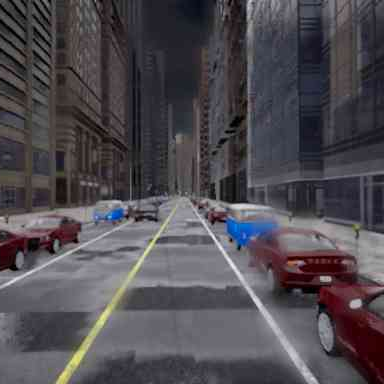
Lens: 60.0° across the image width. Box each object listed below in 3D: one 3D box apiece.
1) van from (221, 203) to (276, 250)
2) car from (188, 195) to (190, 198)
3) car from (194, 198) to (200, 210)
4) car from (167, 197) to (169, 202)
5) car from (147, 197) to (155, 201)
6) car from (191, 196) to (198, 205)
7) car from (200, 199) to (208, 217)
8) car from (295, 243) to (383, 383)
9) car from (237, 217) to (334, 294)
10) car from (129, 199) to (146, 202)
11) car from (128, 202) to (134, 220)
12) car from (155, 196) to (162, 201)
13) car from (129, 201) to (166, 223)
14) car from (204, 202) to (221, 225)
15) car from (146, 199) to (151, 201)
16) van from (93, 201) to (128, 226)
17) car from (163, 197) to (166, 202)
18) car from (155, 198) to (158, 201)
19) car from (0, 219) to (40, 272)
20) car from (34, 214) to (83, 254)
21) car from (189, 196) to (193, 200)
[{"bbox_3d":[2.460,1.437,14.413,1.690,1.788,3.998,0,0,-1],"label":"van"},{"bbox_3d":[0.657,2.011,92.820,2.192,1.841,5.009,0,0,-1],"label":"car"},{"bbox_3d":[1.688,1.891,48.015,1.887,1.381,4.507,0,0,-1],"label":"car"},{"bbox_3d":[-7.732,2.211,86.838,1.752,1.417,4.829,0,0,-1],"label":"car"},{"bbox_3d":[-6.835,1.824,47.808,1.967,1.590,4.097,0,0,-1],"label":"car"},{"bbox_3d":[1.301,2.039,64.817,1.947,1.339,4.313,0,0,-1],"label":"car"},{"bbox_3d":[2.074,1.661,31.214,1.967,1.590,4.097,0,0,-1],"label":"car"},{"bbox_3d":[2.718,1.557,3.211,1.887,1.381,4.507,0,0,-1],"label":"car"},{"bbox_3d":[2.589,1.599,8.811,1.887,1.381,4.507,0,0,-1],"label":"car"},{"bbox_3d":[-6.578,1.740,36.608,1.967,1.590,4.097,0,0,-1],"label":"car"},{"bbox_3d":[-6.449,1.840,31.007,1.802,1.307,4.206,0,0,-1],"label":"car"},{"bbox_3d":[-7.093,1.783,59.010,2.192,1.841,5.009,0,0,-1],"label":"car"},{"bbox_3d":[-3.616,1.770,27.888,2.033,1.411,5.357,0,0,-1],"label":"car"},{"bbox_3d":[2.203,1.724,25.614,1.887,1.381,4.507,0,0,-1],"label":"car"},{"bbox_3d":[-6.706,1.908,42.207,1.947,1.339,4.313,0,0,-1],"label":"car"},{"bbox_3d":[-6.320,1.557,25.409,1.690,1.788,3.998,0,0,-1],"label":"van"},{"bbox_3d":[-7.350,1.869,70.210,2.192,1.841,5.009,0,0,-1],"label":"car"},{"bbox_3d":[-6.964,1.992,53.407,1.947,1.339,4.313,0,0,-1],"label":"car"},{"bbox_3d":[-5.934,1.636,8.606,1.887,1.381,4.507,0,0,-1],"label":"car"},{"bbox_3d":[-6.063,1.678,14.207,1.887,1.381,4.507,0,0,-1],"label":"car"},{"bbox_3d":[1.043,2.111,76.017,2.008,1.369,4.403,0,0,-1],"label":"car"}]
